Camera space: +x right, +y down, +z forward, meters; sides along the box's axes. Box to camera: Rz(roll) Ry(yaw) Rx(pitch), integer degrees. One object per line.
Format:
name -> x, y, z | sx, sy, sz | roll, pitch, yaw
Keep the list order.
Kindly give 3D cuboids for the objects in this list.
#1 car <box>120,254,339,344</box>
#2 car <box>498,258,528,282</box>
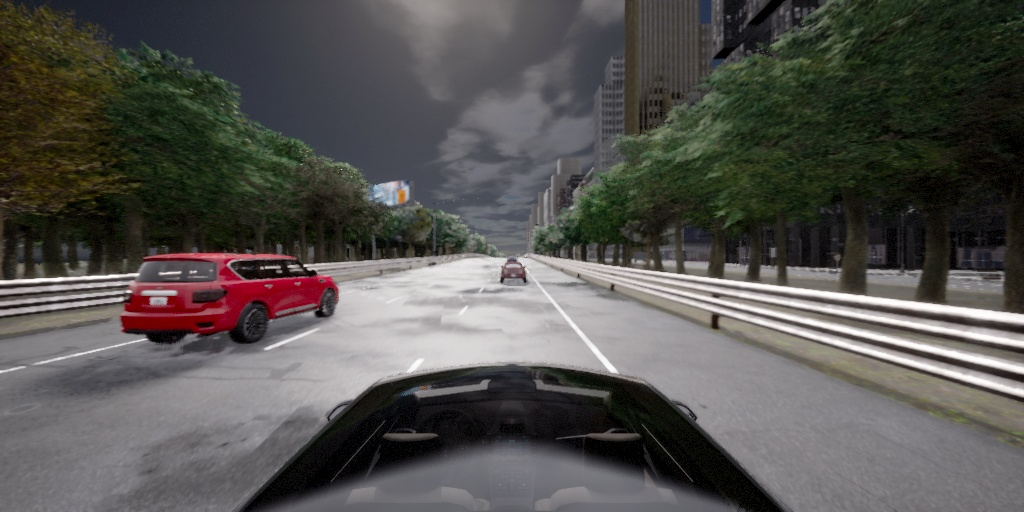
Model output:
car -> -6.897, 0.959, 9.680 | 2.150, 2.045, 5.566 | 0, 0, 0
car -> 0.103, 1.142, 26.791 | 1.812, 1.442, 4.674 | 0, 0, 0
